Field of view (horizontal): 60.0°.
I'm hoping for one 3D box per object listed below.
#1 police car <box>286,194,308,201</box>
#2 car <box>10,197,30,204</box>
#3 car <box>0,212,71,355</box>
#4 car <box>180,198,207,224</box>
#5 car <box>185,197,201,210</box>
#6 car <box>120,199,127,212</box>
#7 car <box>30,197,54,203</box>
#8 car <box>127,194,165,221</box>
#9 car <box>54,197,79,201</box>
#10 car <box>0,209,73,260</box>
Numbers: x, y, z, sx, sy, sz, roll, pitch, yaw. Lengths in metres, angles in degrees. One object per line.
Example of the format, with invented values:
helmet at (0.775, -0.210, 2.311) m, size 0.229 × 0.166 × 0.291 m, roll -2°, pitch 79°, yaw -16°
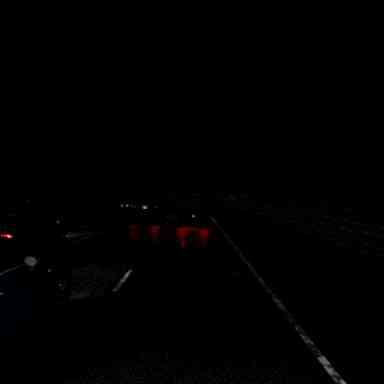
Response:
police car at (19.078, 0.897, 61.084) m, size 1.930 × 1.638 × 5.238 m, roll 0°, pitch -2°, yaw -16°
car at (-24.572, 1.477, 48.357) m, size 1.812 × 1.442 × 4.674 m, roll 0°, pitch 0°, yaw 0°
car at (-3.400, 1.350, 4.647) m, size 2.097 × 1.767 × 4.553 m, roll 0°, pitch 0°, yaw 0°
car at (0.101, 1.461, 24.815) m, size 1.882 × 1.535 × 5.008 m, roll 0°, pitch 0°, yaw 0°
car at (0.101, 1.438, 42.468) m, size 1.882 × 1.535 × 5.008 m, roll 0°, pitch 0°, yaw 0°
car at (-6.898, 1.515, 38.001) m, size 2.033 × 1.411 × 5.357 m, roll 0°, pitch 0°, yaw 0°
car at (-21.076, 1.456, 48.354) m, size 1.837 × 1.490 × 4.892 m, roll 0°, pitch 0°, yaw 0°
car at (-3.410, 1.203, 26.720) m, size 2.150 × 2.045 × 5.566 m, roll 0°, pitch 0°, yaw 0°
car at (-17.577, 1.442, 48.358) m, size 2.128 × 1.511 × 4.902 m, roll 0°, pitch 0°, yaw 0°
car at (-6.898, 1.540, 13.750) m, size 2.033 × 1.411 × 5.357 m, roll 0°, pitch 0°, yaw 0°
